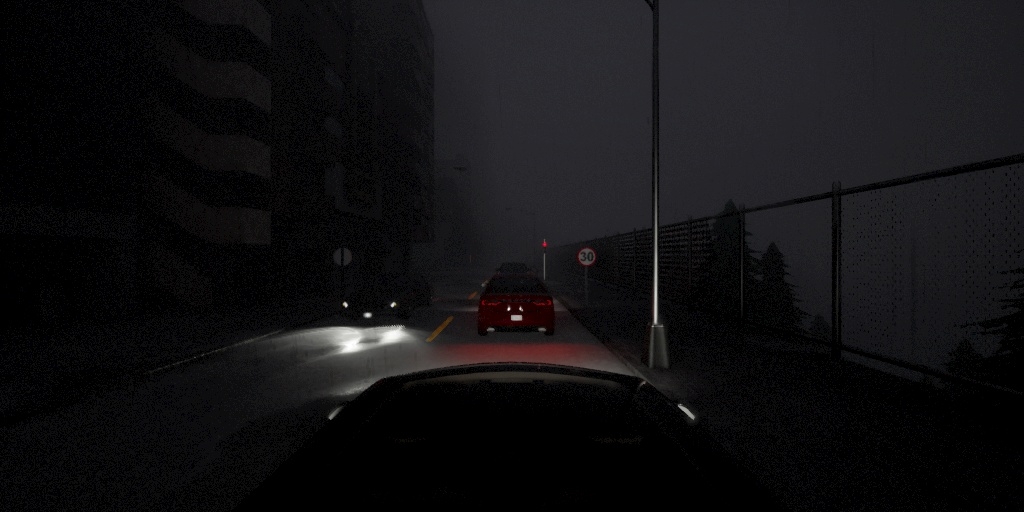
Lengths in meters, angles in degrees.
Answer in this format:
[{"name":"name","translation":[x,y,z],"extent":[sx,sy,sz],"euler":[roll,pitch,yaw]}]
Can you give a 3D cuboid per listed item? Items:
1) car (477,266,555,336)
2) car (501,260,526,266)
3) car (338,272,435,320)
[{"name":"car","translation":[0.094,1.228,10.482],"extent":[1.882,1.535,5.008],"euler":[0,0,0]},{"name":"car","translation":[0.090,1.102,20.851],"extent":[2.097,1.767,4.553],"euler":[0,0,0]},{"name":"car","translation":[-4.103,1.297,12.850],"extent":[2.033,1.411,5.357],"euler":[0,0,0]}]
